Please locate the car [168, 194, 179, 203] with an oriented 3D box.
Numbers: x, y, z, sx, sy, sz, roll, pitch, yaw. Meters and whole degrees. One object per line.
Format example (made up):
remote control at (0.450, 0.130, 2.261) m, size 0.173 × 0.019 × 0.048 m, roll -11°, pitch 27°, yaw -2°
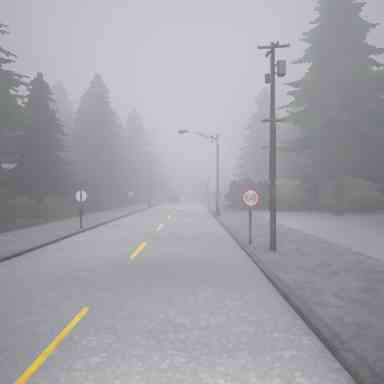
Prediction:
car at (-3.961, 1.427, 71.606) m, size 2.150 × 2.045 × 5.566 m, roll 0°, pitch 0°, yaw 0°
